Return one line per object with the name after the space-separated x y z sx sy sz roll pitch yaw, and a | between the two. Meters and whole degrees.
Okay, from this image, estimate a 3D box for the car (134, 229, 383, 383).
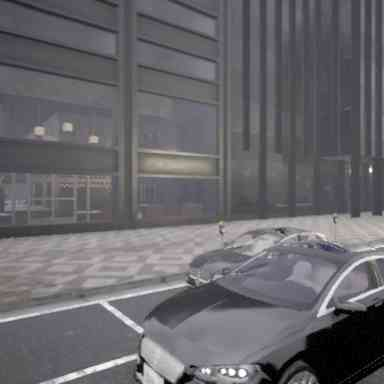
1.642 1.493 4.519 4.902 1.511 2.128 0 0 -35 | car

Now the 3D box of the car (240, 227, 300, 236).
1.898 1.551 7.886 4.403 1.369 2.008 0 0 -36 | car
